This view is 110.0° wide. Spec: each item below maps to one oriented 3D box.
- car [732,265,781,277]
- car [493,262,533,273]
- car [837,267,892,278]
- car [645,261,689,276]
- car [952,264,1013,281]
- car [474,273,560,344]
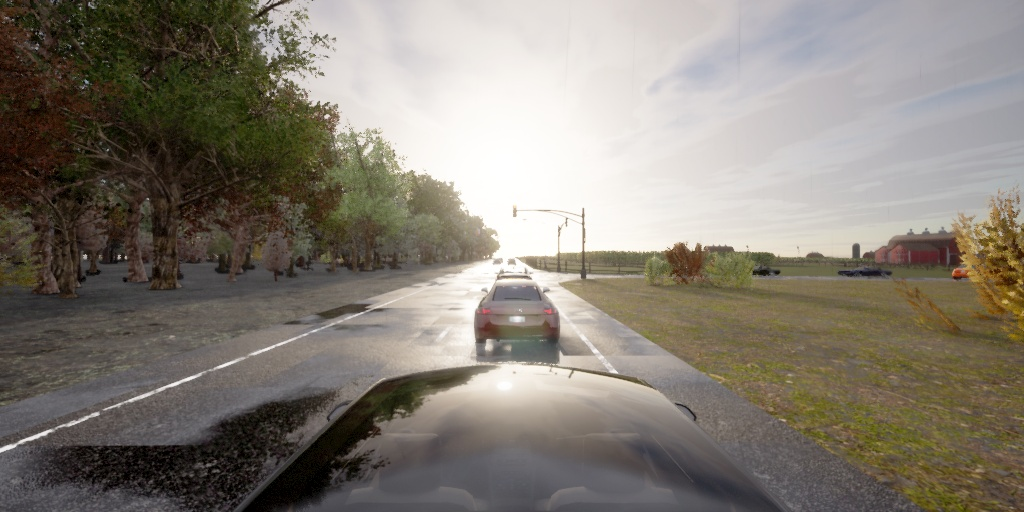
[{"bbox_3d":[27.639,1.710,40.847,4.718,1.301,1.895,1,-1,0],"label":"car"},{"bbox_3d":[0.097,1.245,18.529,2.128,1.511,4.902,0,0,0],"label":"car"},{"bbox_3d":[40.017,1.845,40.786,4.718,1.301,1.895,1,-1,0],"label":"car"},{"bbox_3d":[17.552,1.351,40.932,4.553,1.767,2.097,1,-1,1],"label":"car"},{"bbox_3d":[48.894,1.633,37.163,4.553,1.767,2.097,1,-1,0],"label":"car"},{"bbox_3d":[0.101,1.316,9.631,1.994,1.385,4.181,0,0,0],"label":"car"}]
